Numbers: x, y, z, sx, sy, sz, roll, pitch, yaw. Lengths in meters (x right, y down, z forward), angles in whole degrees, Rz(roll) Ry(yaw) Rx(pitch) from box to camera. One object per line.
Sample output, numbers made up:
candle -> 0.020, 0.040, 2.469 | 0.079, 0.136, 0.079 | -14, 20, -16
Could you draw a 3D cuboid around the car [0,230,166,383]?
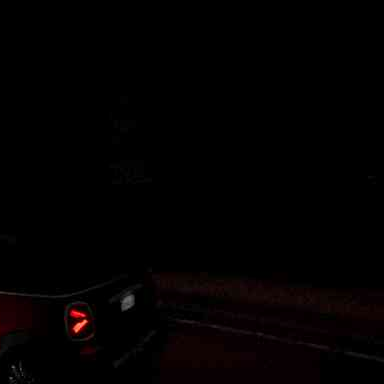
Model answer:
car -> -2.747, 1.376, 4.809 | 4.553, 1.767, 2.097 | -1, 0, 22
